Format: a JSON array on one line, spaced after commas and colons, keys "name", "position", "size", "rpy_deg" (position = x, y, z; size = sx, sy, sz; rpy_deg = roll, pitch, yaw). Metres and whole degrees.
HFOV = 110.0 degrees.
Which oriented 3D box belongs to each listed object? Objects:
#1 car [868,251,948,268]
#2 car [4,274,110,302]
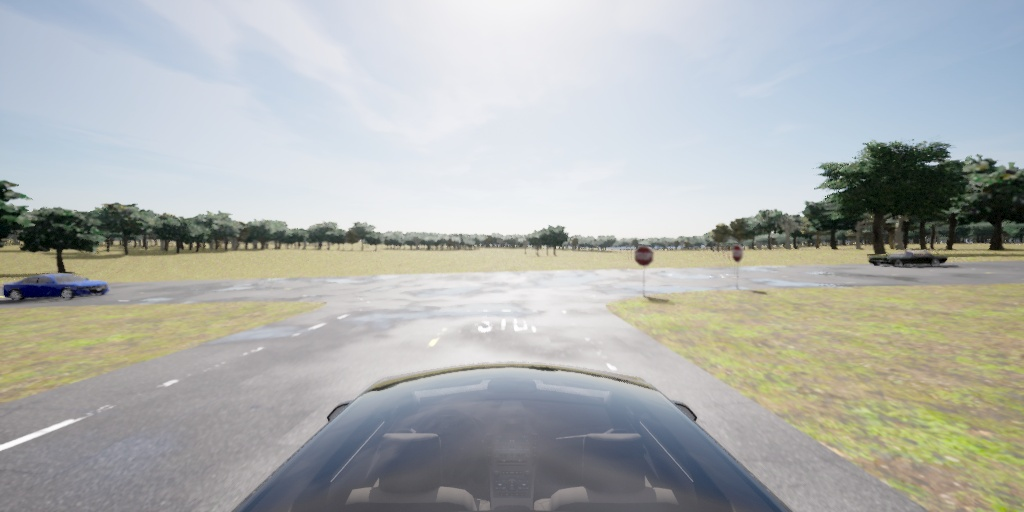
[{"name": "car", "position": [31.856, 0.243, 29.004], "size": [4.718, 1.301, 1.895], "rpy_deg": [-1, 2, 0]}, {"name": "car", "position": [-28.015, 1.875, 22.160], "size": [5.008, 1.535, 1.882], "rpy_deg": [-2, 2, 0]}]
